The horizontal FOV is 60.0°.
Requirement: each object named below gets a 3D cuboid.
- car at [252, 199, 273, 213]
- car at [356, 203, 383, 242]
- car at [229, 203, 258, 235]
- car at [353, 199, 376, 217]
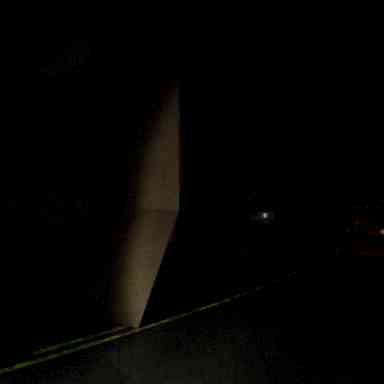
[{"bbox_3d":[8.203,1.595,39.114,1.882,1.535,5.008,0,0,24],"label":"car"},{"bbox_3d":[9.235,1.529,16.147,1.882,1.535,5.008,0,0,29],"label":"car"},{"bbox_3d":[1.425,1.527,16.819,1.882,1.535,5.008,0,0,31],"label":"car"},{"bbox_3d":[16.637,1.451,31.845,2.097,1.767,4.553,0,0,24],"label":"car"}]
